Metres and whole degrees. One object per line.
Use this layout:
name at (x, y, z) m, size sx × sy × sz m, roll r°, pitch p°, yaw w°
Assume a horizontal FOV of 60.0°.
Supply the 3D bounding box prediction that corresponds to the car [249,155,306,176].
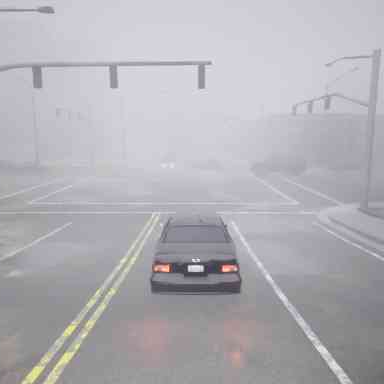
car at (8.681, -2.740, 33.732) m, size 5.566 × 2.045 × 2.150 m, roll 0°, pitch 9°, yaw -2°

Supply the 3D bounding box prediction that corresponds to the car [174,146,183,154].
car at (-3.424, -8.507, 71.195) m, size 2.033 × 1.411 × 5.357 m, roll 0°, pitch 9°, yaw 0°

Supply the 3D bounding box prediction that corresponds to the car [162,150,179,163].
car at (-3.541, -5.300, 51.522) m, size 2.033 × 1.411 × 5.357 m, roll 0°, pitch 9°, yaw 0°

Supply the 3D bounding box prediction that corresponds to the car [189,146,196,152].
car at (0.097, -11.796, 91.141) m, size 1.994 × 1.385 × 4.181 m, roll 0°, pitch 9°, yaw 0°

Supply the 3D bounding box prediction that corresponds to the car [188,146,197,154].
car at (0.087, -10.310, 81.083) m, size 2.097 × 1.767 × 4.553 m, roll 0°, pitch 9°, yaw 0°

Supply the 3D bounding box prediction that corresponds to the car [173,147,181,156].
car at (-3.502, -6.885, 61.000) m, size 1.837 × 1.490 × 4.892 m, roll 0°, pitch 9°, yaw 0°

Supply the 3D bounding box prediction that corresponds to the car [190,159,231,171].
car at (2.144, -3.341, 39.800) m, size 4.718 × 1.301 × 1.895 m, roll 6°, pitch 11°, yaw 32°

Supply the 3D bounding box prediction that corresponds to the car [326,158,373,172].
car at (17.612, -3.052, 37.326) m, size 4.902 × 1.511 × 2.128 m, roll 0°, pitch 9°, yaw 0°

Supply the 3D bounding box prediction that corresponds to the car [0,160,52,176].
car at (-17.076, -2.400, 34.036) m, size 4.718 × 1.301 × 1.895 m, roll 0°, pitch 9°, yaw 0°

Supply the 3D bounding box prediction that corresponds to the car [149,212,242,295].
car at (0.083, 1.218, 8.395) m, size 2.033 × 1.411 × 5.357 m, roll 0°, pitch 4°, yaw 0°
